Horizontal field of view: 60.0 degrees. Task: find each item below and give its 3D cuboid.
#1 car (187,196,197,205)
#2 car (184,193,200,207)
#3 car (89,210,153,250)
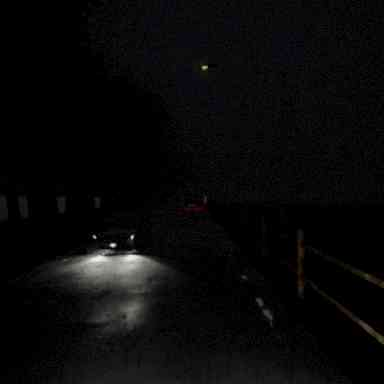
[{"bbox_3d":[0.041,1.483,60.762,1.837,1.490,4.892,0,0,0],"label":"car"},{"bbox_3d":[0.034,1.180,50.042,2.150,2.045,5.566,0,0,0],"label":"car"},{"bbox_3d":[-2.810,1.512,14.501,2.033,1.411,5.357,0,0,0],"label":"car"}]
